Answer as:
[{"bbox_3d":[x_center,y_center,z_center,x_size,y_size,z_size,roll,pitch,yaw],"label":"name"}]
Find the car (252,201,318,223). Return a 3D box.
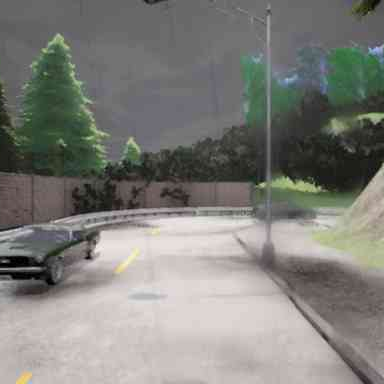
[{"bbox_3d":[6.887,1.475,24.742,4.892,1.490,1.837,-1,-1,-12],"label":"car"}]

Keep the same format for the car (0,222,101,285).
[{"bbox_3d":[-4.151,1.588,9.573,1.895,1.301,4.718,0,0,0],"label":"car"}]
